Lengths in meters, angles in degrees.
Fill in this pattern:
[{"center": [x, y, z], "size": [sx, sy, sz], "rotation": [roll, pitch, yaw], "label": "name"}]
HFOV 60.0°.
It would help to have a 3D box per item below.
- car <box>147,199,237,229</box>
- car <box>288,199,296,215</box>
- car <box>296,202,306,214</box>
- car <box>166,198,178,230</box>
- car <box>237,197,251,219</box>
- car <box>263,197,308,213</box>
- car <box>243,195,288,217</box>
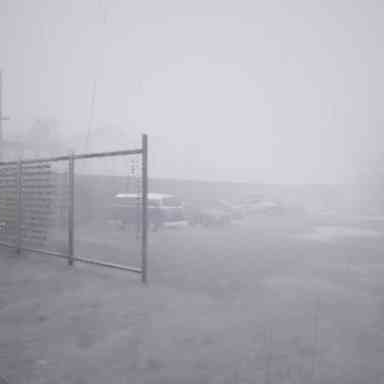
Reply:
[{"center": [-0.097, 1.410, 21.594], "size": [5.357, 1.415, 2.033], "rotation": [0, 0, 36], "label": "car"}, {"center": [7.982, 1.400, 30.518], "size": [2.207, 1.379, 1.481], "rotation": [0, 0, 36], "label": "car"}, {"center": [8.724, 1.293, 32.606], "size": [4.611, 1.667, 2.242], "rotation": [0, 0, 36], "label": "car"}, {"center": [0.166, 1.339, 21.686], "size": [1.789, 1.547, 3.705], "rotation": [0, 0, 36], "label": "car"}, {"center": [2.290, 1.348, 25.640], "size": [3.633, 1.501, 1.845], "rotation": [0, 0, 36], "label": "car"}, {"center": [9.969, 1.358, 35.614], "size": [4.193, 1.474, 1.816], "rotation": [0, 0, 36], "label": "car"}, {"center": [6.022, 1.185, 29.262], "size": [3.866, 1.878, 1.905], "rotation": [0, 0, 36], "label": "car"}]
